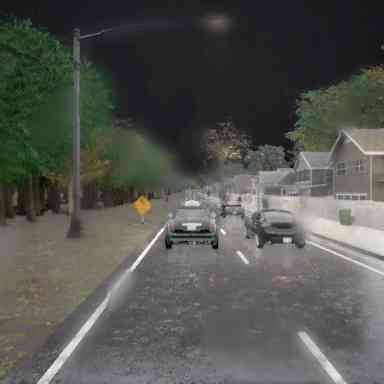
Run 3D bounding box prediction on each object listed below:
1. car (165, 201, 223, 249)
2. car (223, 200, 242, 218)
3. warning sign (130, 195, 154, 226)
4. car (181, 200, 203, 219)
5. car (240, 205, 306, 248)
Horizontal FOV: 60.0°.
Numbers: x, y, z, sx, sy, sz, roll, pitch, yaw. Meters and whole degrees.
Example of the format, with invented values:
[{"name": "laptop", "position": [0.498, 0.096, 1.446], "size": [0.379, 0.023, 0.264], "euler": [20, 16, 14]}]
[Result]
[{"name": "car", "position": [-0.001, 1.364, 14.619], "size": [2.097, 1.767, 4.553], "euler": [0, 0, 0]}, {"name": "car", "position": [3.500, 1.484, 29.649], "size": [2.128, 1.511, 4.902], "euler": [0, 0, 0]}, {"name": "warning sign", "position": [-3.056, 1.110, 20.515], "size": [1.300, 1.860, 1.060], "euler": [0, 0, 0]}, {"name": "car", "position": [0.000, 1.521, 29.649], "size": [1.812, 1.442, 4.674], "euler": [0, 0, 0]}, {"name": "car", "position": [3.499, 1.515, 14.649], "size": [1.837, 1.490, 4.892], "euler": [0, 0, 0]}]
